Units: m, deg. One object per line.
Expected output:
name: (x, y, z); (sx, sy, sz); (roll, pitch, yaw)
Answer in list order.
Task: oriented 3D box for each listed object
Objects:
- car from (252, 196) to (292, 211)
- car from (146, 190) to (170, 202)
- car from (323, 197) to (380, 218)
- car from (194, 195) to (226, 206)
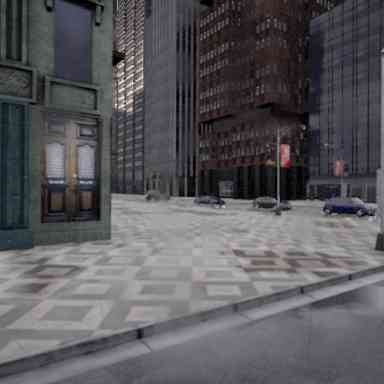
car: (8.903, 1.286, 37.198); (1.837, 1.490, 4.892); (1, 1, -35)
car: (-6.075, 0.673, 58.670); (2.150, 2.045, 5.566); (1, 0, -35)
car: (14.177, 1.252, 29.692); (2.097, 1.767, 4.553); (1, 0, -35)
car: (2.382, 1.187, 46.484); (2.033, 1.411, 5.357); (1, 0, -35)
